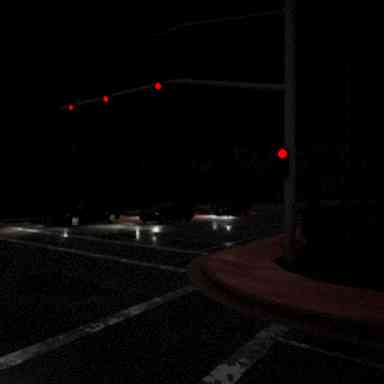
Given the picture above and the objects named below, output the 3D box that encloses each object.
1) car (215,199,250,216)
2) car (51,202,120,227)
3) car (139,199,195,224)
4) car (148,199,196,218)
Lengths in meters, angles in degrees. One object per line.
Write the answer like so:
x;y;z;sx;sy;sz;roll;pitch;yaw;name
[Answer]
4.082;1.481;33.029;1.837;1.490;4.892;0;0;36;car
-7.288;1.448;23.194;1.882;1.535;5.008;0;0;36;car
-1.773;1.453;24.888;1.882;1.535;5.008;0;0;36;car
-1.761;1.475;30.912;1.837;1.490;4.892;0;0;36;car
